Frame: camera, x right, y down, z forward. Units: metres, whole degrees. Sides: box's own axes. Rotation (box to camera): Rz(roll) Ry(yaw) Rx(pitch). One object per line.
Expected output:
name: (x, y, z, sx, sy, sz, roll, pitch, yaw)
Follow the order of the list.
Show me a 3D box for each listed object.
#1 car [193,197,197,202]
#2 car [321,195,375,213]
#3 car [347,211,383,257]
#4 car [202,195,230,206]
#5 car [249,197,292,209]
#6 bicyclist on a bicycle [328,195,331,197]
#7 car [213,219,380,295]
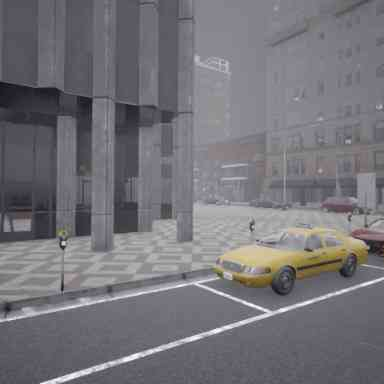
car: (-1.263, 1.134, 59.134, 2.033, 1.411, 5.357, 1, 0, -34)
car: (14.543, 1.198, 31.127, 2.097, 1.767, 4.553, 1, 0, -35)
car: (7.472, 1.547, 12.077, 4.507, 1.381, 1.887, 0, 1, -35)
car: (3.367, 1.161, 47.018, 2.128, 1.511, 4.902, 1, 0, -35)
car: (9.035, 1.307, 38.947, 2.033, 1.411, 5.357, 1, 0, -35)
bicyclist on a bicycle: (16.313, 1.159, 39.451, 1.656, 1.620, 0.582, 0, 0, -35)
car: (2.753, 1.527, 8.714, 4.829, 1.417, 1.752, 0, 1, -35)
